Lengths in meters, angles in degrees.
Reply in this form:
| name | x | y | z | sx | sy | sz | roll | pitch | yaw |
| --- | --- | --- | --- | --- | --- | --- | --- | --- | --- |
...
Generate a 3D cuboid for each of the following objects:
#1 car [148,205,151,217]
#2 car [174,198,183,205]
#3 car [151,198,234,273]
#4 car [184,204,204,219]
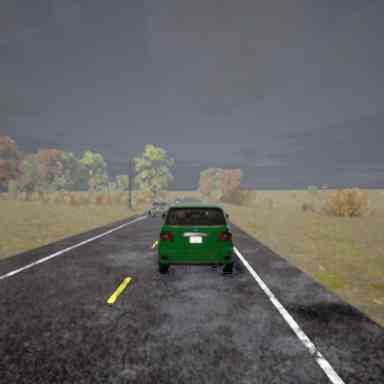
| name | x | y | z | sx | sy | sz | roll | pitch | yaw |
| --- | --- | --- | --- | --- | --- | --- | --- | --- | --- |
| car | -3.462 | 1.764 | 35.815 | 2.097 | 1.767 | 4.553 | 0 | -1 | 0 |
| car | -3.202 | 2.236 | 78.018 | 1.812 | 1.442 | 4.674 | 0 | -1 | 0 |
| car | 0.119 | 1.350 | 11.231 | 2.150 | 2.045 | 5.566 | 0 | -1 | 0 |
| car | 0.226 | 1.997 | 34.460 | 1.895 | 1.301 | 4.718 | 0 | -1 | 0 |
